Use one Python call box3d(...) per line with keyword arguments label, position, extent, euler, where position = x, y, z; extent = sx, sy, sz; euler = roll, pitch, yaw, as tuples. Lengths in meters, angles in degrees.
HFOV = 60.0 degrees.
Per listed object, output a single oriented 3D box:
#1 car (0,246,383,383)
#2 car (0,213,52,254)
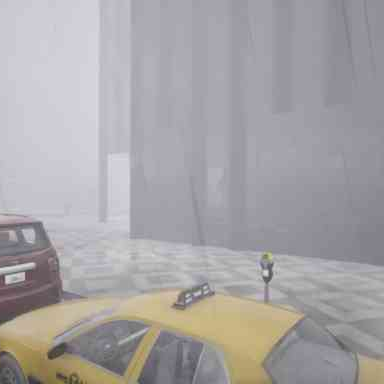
box3d(label="car", position=(-0.191, 1.525, 3.099), extent=(4.829, 1.417, 1.752), euler=(0, 0, 36))
box3d(label="car", position=(-4.466, 1.314, 6.155), extent=(5.009, 1.841, 2.192), euler=(0, 0, 36))
